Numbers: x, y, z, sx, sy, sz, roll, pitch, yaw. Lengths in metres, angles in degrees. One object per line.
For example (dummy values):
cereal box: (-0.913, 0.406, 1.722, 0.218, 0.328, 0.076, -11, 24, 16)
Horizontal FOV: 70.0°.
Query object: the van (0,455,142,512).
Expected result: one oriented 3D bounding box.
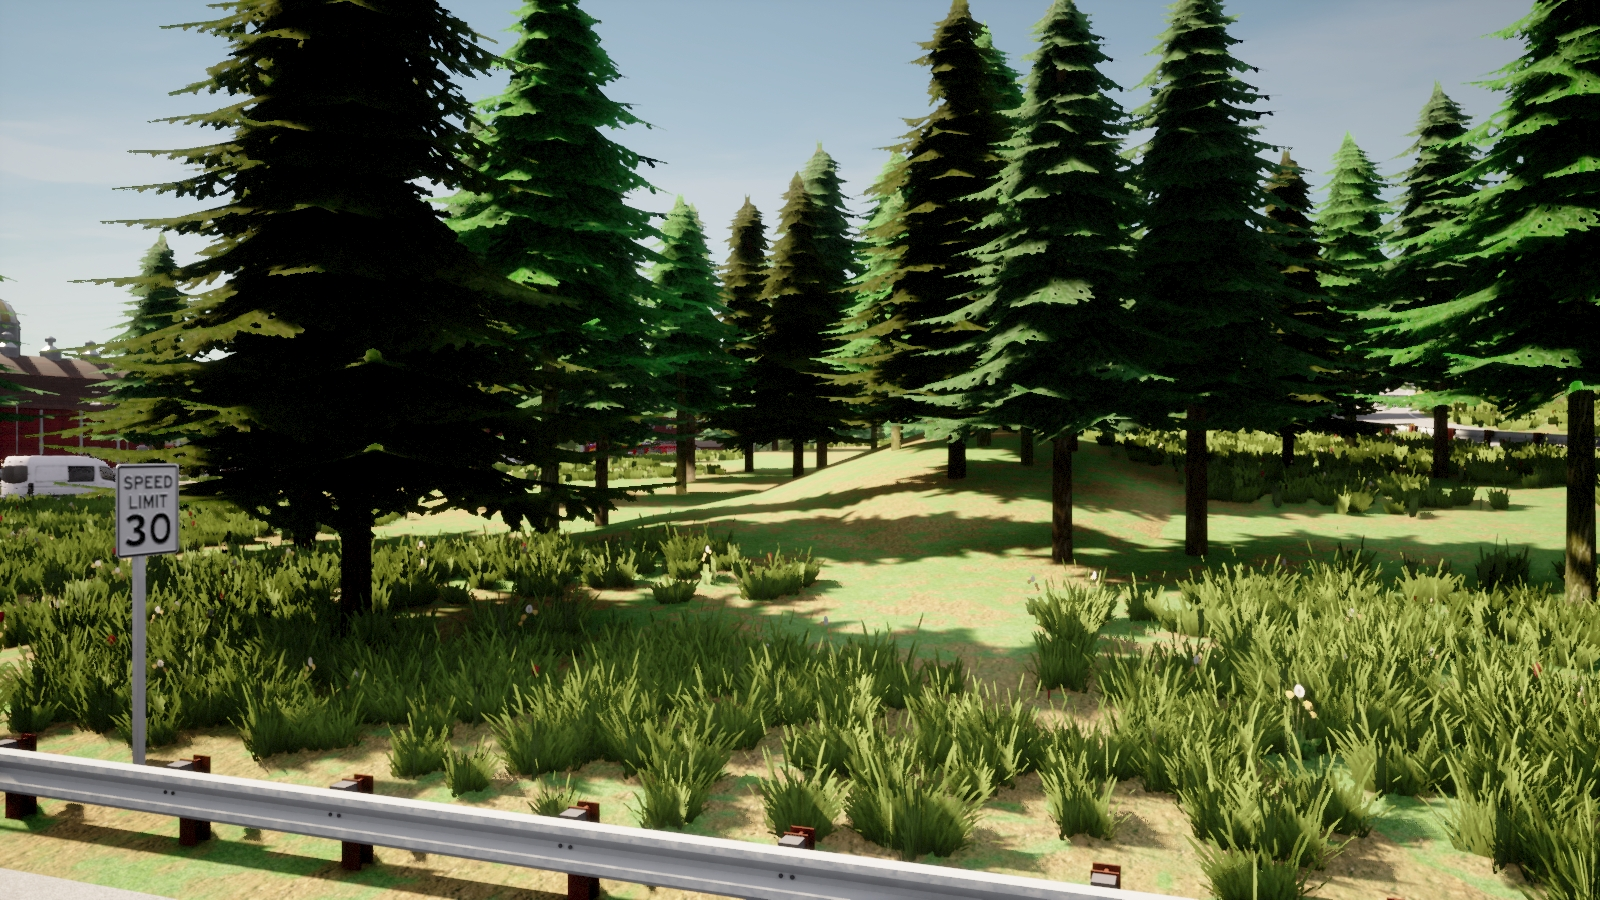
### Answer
van: (-35.232, 1.537, 55.353, 1.988, 2.561, 5.915, 0, 0, 19)
